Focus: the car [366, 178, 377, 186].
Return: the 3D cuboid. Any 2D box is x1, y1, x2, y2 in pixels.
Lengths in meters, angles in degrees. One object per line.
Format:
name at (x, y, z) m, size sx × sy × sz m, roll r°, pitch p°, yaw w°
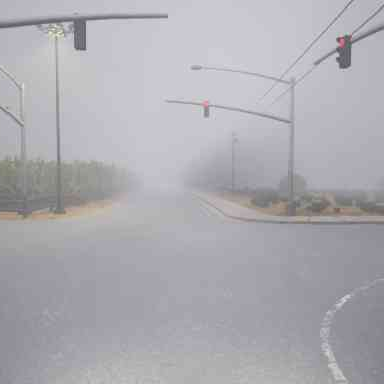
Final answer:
car at (42.115, -2.324, 77.651) m, size 1.905 × 1.878 × 3.866 m, roll 10°, pitch 10°, yaw 41°
